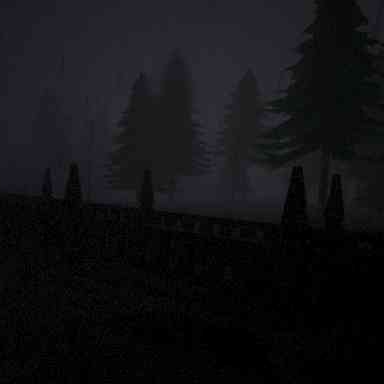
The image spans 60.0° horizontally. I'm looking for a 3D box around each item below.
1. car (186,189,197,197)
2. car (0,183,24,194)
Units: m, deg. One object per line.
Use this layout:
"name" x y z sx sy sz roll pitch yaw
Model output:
"car" -1.182 0.135 56.399 1.895 1.301 4.718 4 2 37
"car" -20.894 -0.215 36.181 2.128 1.511 4.902 4 2 37
